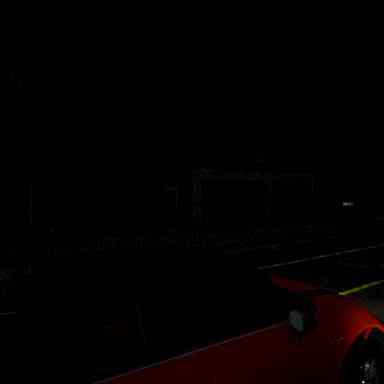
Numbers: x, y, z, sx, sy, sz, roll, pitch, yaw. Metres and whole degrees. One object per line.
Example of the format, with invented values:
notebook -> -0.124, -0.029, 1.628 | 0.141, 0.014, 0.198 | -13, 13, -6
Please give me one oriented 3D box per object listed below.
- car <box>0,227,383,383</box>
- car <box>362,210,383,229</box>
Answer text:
car -> -0.025, 1.351, 3.260 | 4.553, 1.767, 2.097 | 0, 0, -35
car -> 10.616, 1.582, 17.470 | 4.206, 1.307, 1.802 | 0, 0, -35
